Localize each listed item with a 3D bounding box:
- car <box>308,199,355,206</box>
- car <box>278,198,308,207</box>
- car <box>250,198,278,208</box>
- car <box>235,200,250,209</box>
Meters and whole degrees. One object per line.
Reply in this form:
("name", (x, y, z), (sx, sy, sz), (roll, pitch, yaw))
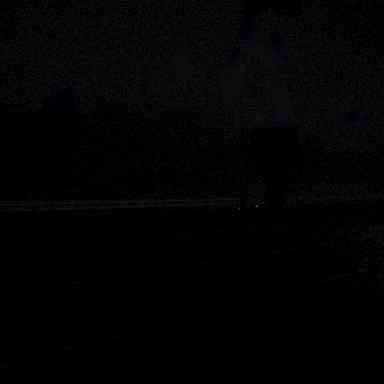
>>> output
("car", (13.192, 1.409, 30.490), (4.892, 1.490, 1.837), (0, 0, -35))
("car", (11.017, 1.467, 33.240), (4.181, 1.385, 1.994), (0, 0, -35))
("car", (9.021, 1.410, 36.115), (4.892, 1.490, 1.837), (0, 0, -35))
("car", (7.610, 1.446, 38.982), (5.357, 1.411, 2.033), (-1, 0, -33))
